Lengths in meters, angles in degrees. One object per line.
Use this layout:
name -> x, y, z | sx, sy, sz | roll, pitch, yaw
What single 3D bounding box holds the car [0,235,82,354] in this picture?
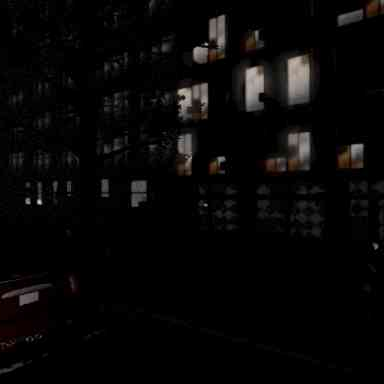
car -> -3.736, 1.430, 5.543 | 4.097, 1.590, 1.967 | 0, 0, 35
